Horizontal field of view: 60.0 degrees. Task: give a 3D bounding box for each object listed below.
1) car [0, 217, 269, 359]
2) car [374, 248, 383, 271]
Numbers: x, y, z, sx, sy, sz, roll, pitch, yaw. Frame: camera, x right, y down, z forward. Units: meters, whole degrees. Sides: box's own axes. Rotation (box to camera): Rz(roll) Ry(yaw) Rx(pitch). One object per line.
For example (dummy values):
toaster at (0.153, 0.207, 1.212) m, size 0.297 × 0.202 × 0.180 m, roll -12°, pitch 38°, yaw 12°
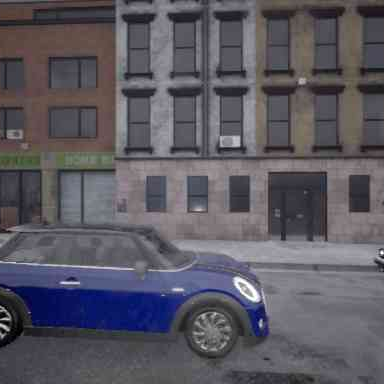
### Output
car at (-1.074, 1.326, 5.517) m, size 4.553 × 1.767 × 2.097 m, roll 1°, pitch 0°, yaw 3°
car at (7.172, 1.746, 8.057) m, size 4.718 × 1.301 × 1.895 m, roll 1°, pitch 0°, yaw 3°
